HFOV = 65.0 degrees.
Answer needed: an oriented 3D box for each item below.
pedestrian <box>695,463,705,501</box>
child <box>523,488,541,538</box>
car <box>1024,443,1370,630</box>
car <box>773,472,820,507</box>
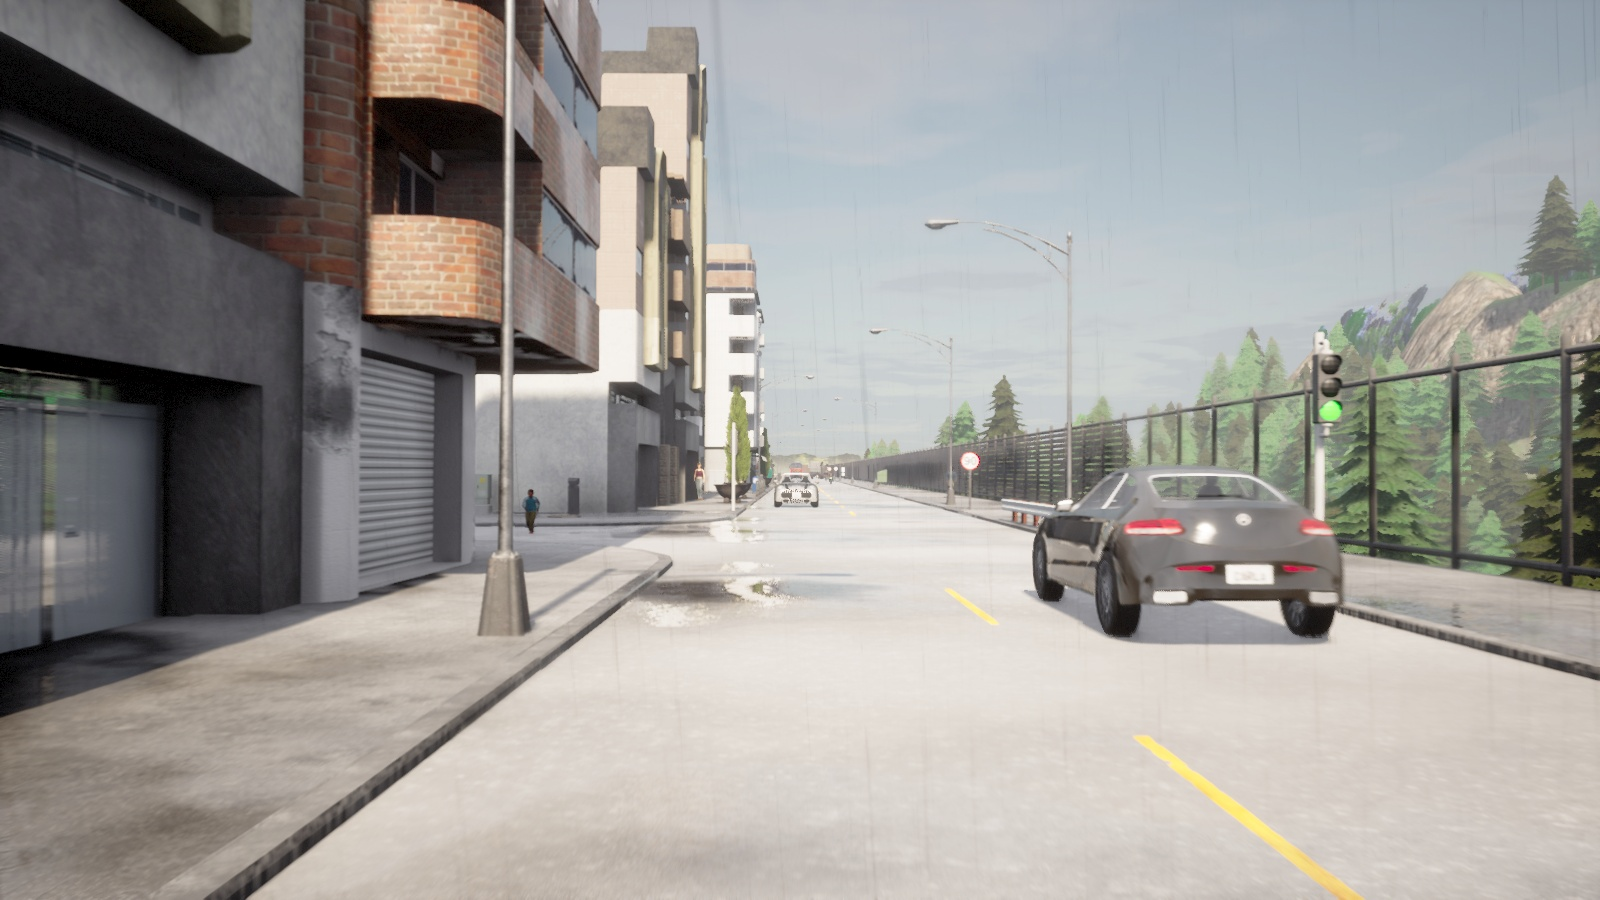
[{"bbox_3d":[-4.877,1.566,61.156,0.345,1.836,0.594,0,-1,12],"label":"pedestrian"},{"bbox_3d":[-6.473,1.529,30.386,0.343,1.192,0.448,0,-1,0],"label":"child"},{"bbox_3d":[3.965,0.806,13.652,2.152,1.651,5.027,0,-1,0],"label":"car"},{"bbox_3d":[-0.142,1.699,54.877,1.970,1.475,3.806,0,-1,0],"label":"car"}]
